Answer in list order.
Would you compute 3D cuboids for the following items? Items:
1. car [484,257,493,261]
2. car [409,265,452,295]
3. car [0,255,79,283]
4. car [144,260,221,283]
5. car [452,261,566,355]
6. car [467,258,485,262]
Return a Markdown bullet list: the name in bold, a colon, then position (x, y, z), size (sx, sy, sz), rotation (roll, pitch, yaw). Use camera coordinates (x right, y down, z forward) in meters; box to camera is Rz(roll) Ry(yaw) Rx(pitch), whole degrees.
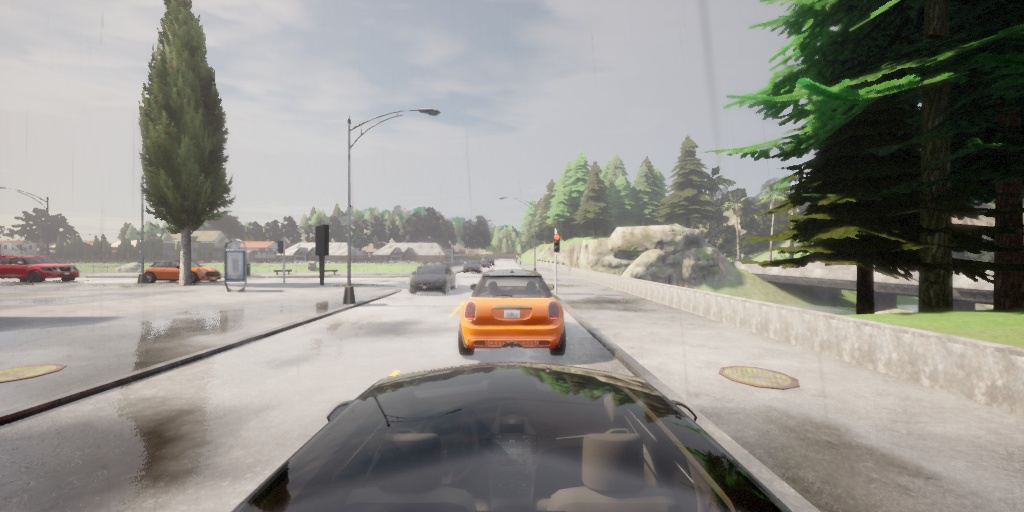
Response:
- **car**: position (-4.586, 1.314, 58.022), size (1.994, 1.385, 4.181), rotation (0, 0, 0)
- **car**: position (-4.261, 1.254, 19.827), size (1.837, 1.490, 4.892), rotation (0, 0, -1)
- **car**: position (-36.174, 0.972, 26.895), size (5.566, 2.045, 2.150), rotation (0, 0, 0)
- **car**: position (-24.709, 1.102, 27.003), size (4.553, 1.767, 2.097), rotation (0, 0, -1)
- **car**: position (-0.001, 1.102, 8.818), size (2.097, 1.767, 4.553), rotation (0, 0, 0)
- **car**: position (-4.451, 1.255, 40.807), size (1.837, 1.490, 4.892), rotation (0, 0, 0)
